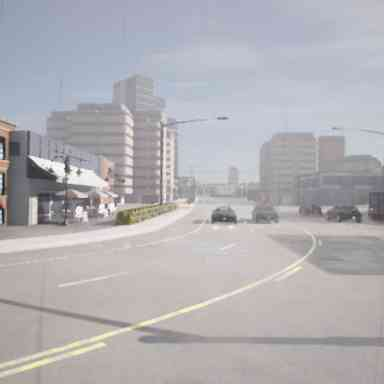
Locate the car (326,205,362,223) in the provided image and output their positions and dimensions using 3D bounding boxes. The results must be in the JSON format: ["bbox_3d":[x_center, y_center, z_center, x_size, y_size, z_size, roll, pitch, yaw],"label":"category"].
[{"bbox_3d":[13.553,1.908,29.815,1.837,1.490,4.892,0,-1,5],"label":"car"}]

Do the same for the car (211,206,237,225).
[{"bbox_3d":[2.642,1.865,27.355,1.994,1.385,4.181,0,-1,5],"label":"car"}]

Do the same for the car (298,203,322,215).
[{"bbox_3d":[14.426,2.046,40.583,1.812,1.442,4.674,0,0,4],"label":"car"}]

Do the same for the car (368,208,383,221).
[{"bbox_3d":[16.971,2.013,28.458,1.895,1.301,4.718,0,-1,5],"label":"car"}]

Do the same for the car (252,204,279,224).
[{"bbox_3d":[6.272,1.846,28.694,1.837,1.490,4.892,0,-1,5],"label":"car"}]
